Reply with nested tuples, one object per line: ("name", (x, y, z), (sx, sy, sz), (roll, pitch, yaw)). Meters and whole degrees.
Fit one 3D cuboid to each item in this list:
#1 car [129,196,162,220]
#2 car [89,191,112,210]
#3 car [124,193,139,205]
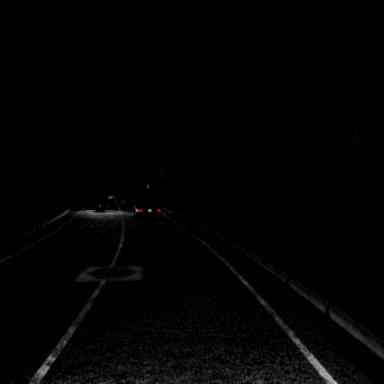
("car", (-3.468, 1.289, 25.418), (2.033, 1.411, 5.357), (1, 1, -13))
("car", (-9.207, 0.999, 33.602), (1.837, 1.490, 4.892), (1, 1, -14))
("car", (-7.529, 0.876, 42.284), (2.128, 1.511, 4.902), (1, 1, -14))
